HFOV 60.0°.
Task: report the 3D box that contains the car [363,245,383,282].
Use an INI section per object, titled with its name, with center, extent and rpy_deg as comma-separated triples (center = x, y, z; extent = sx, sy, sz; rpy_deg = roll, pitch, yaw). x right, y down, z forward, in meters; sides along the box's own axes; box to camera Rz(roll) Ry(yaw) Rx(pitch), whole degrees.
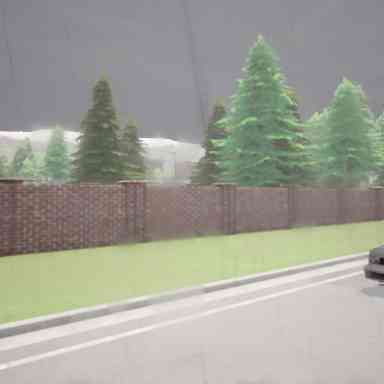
[car]
center = 6.497, 1.587, 8.451
extent = 5.357, 1.411, 2.033
rpy_deg = 0, 0, -35
